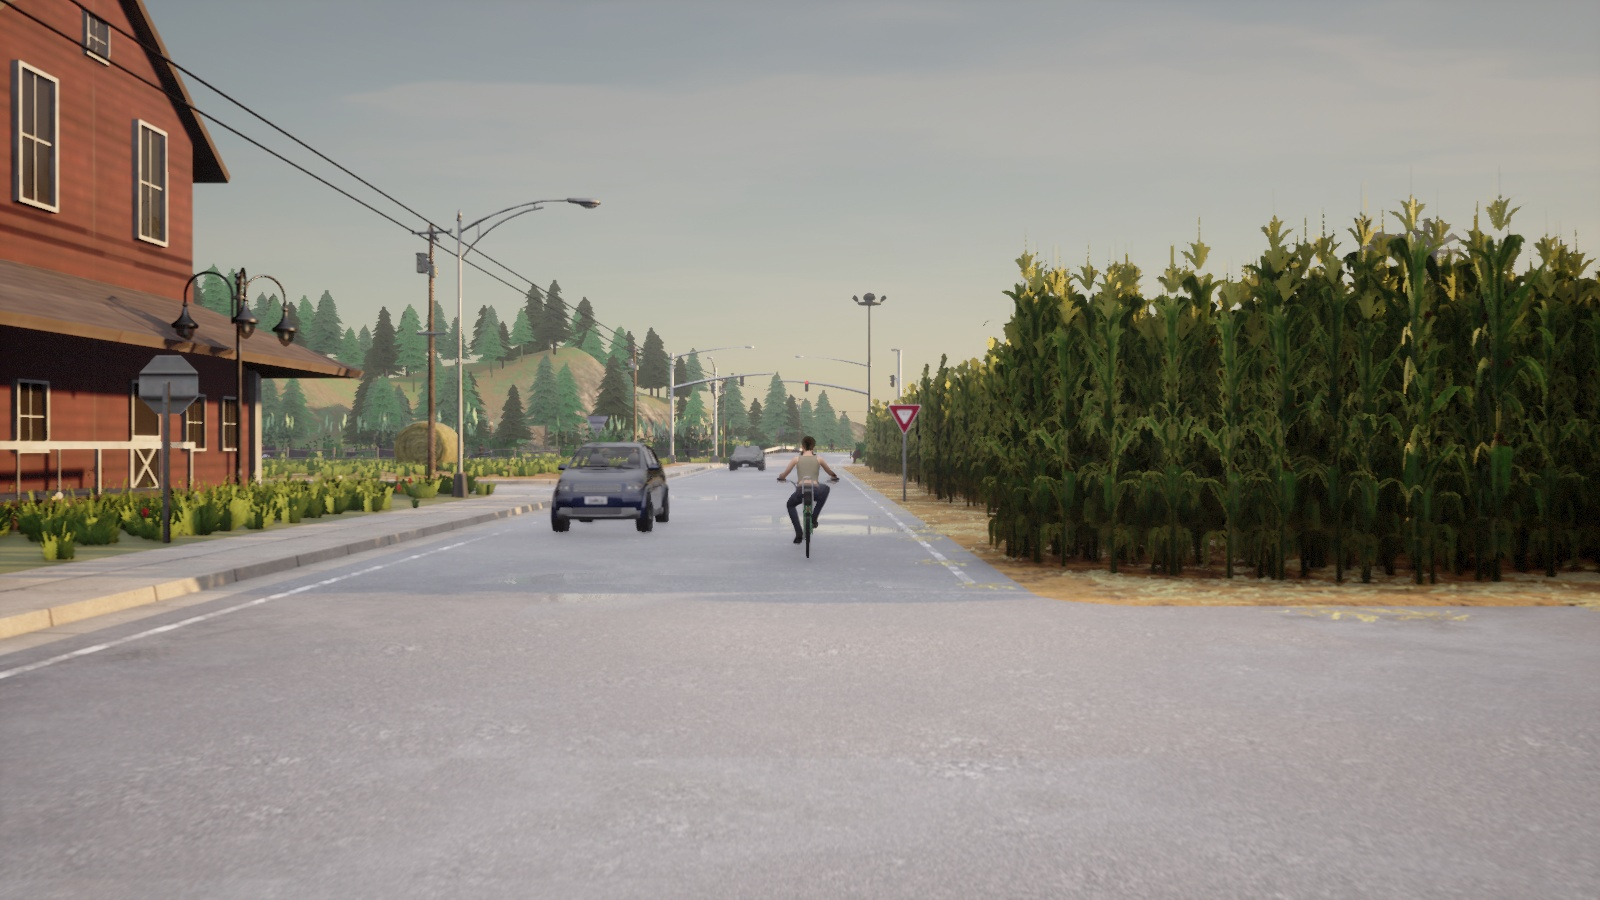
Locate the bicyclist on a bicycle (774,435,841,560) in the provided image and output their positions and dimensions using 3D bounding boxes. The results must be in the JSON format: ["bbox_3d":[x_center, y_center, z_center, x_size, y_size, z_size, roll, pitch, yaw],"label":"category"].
[{"bbox_3d":[0.109,0.615,17.090,0.866,1.612,1.509,0,0,1],"label":"bicyclist on a bicycle"}]

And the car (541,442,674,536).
[{"bbox_3d":[-3.358,0.632,22.529,1.789,1.549,3.705,0,0,0],"label":"car"}]

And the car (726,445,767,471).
[{"bbox_3d":[-3.070,0.449,73.421,2.163,1.488,4.792,0,0,0],"label":"car"}]
